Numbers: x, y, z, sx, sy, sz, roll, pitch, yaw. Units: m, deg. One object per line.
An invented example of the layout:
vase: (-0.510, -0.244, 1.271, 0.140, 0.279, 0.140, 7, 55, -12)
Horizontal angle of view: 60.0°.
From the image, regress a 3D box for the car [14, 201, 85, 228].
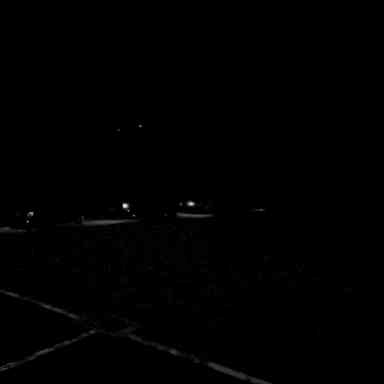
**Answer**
car: (-9.920, 1.476, 23.353, 2.097, 1.767, 4.553, -1, -1, 36)

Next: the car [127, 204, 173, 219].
car: (-3.945, 1.810, 31.613, 1.895, 1.301, 4.718, -1, -1, 36)

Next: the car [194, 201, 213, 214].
car: (2.153, 1.772, 40.045, 1.882, 1.535, 5.008, -1, -1, 36)
